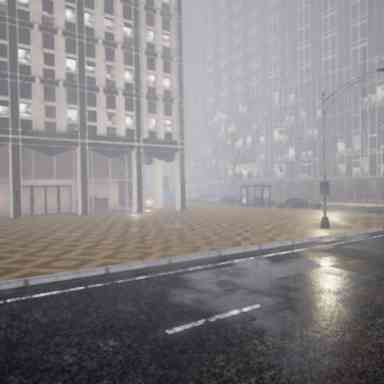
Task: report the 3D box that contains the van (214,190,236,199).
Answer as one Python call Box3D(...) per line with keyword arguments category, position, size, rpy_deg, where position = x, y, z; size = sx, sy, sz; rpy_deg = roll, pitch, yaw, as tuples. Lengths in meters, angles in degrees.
Box3D(category="van", position=(6.240, 0.577, 59.663), size=(1.690, 1.788, 3.998), rpy_deg=(-1, 1, -34))

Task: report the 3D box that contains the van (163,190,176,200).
Box3D(category="van", position=(-3.884, 0.717, 59.625), size=(1.690, 1.788, 3.998), rpy_deg=(-1, 1, -34))

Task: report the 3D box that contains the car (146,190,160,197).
Box3D(category="car", position=(-9.804, 0.403, 83.119), size=(1.967, 1.590, 4.097), rpy_deg=(-1, 1, -34))

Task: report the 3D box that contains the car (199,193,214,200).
Box3D(category="car", position=(3.033, 0.765, 64.358), size=(1.802, 1.307, 4.206), rpy_deg=(-1, 1, -34))

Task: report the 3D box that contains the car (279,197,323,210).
Box3D(category="car", position=(12.054, 1.209, 36.101), size=(1.947, 1.339, 4.313), rpy_deg=(-1, 1, -34))

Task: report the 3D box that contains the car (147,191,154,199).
Box3D(category="car", position=(-10.302, 0.817, 69.011), size=(2.008, 1.369, 4.403), rpy_deg=(-1, 1, -34))

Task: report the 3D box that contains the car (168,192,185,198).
Box3D(category="car", position=(-3.385, 0.655, 73.740), size=(1.802, 1.307, 4.206), rpy_deg=(-1, 1, -34))

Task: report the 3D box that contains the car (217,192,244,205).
Box3D(category="car", position=(5.698, 1.102, 45.527), size=(1.947, 1.339, 4.313), rpy_deg=(-1, 1, -34))

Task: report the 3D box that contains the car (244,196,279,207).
Box3D(category="car", position=(8.859, 1.172, 40.804), size=(1.802, 1.307, 4.206), rpy_deg=(-1, 1, -34))

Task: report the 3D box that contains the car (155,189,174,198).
Box3D(category="car", position=(-6.596, 0.333, 78.427), size=(2.192, 1.841, 5.009), rpy_deg=(-1, 1, -34))
